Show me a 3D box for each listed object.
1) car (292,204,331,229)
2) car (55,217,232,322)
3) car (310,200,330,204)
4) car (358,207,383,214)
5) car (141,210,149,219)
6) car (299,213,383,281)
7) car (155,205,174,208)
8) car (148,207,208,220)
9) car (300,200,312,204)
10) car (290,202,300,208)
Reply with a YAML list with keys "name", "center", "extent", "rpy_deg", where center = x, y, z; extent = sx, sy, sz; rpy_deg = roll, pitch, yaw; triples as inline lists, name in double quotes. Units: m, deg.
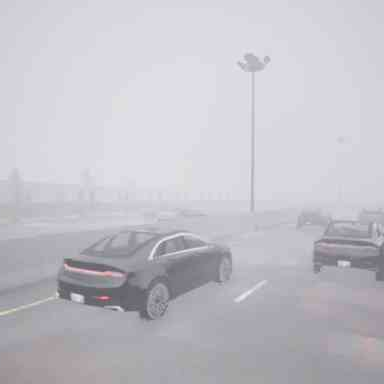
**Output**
- name: "car"
  center: [8.946, 1.852, 24.161]
  extent: [1.837, 1.490, 4.892]
  rpy_deg: [0, -1, 30]
- name: "car"
  center: [-0.681, 1.578, 7.614]
  extent: [2.128, 1.511, 4.902]
  rpy_deg: [0, -1, 30]
- name: "car"
  center: [22.209, 2.417, 56.179]
  extent: [1.895, 1.301, 4.718]
  rpy_deg: [0, -1, 43]
- name: "car"
  center: [14.231, 1.900, 26.285]
  extent: [2.128, 1.511, 4.902]
  rpy_deg: [0, -1, 30]
- name: "car"
  center: [-2.831, 1.959, 32.141]
  extent: [1.895, 1.301, 4.718]
  rpy_deg: [0, -1, 30]
- name: "car"
  center: [5.116, 1.653, 10.617]
  extent: [2.128, 1.511, 4.902]
  rpy_deg: [0, -1, 30]
- name: "car"
  center: [-1.078, 1.925, 28.201]
  extent: [1.895, 1.301, 4.718]
  rpy_deg: [0, -1, 30]
- name: "car"
  center: [-0.532, 1.859, 22.187]
  extent: [1.895, 1.301, 4.718]
  rpy_deg: [0, -1, 30]
- name: "car"
  center: [22.381, 2.240, 61.348]
  extent: [2.097, 1.767, 4.553]
  rpy_deg: [0, -1, 45]
- name: "car"
  center: [21.024, 2.528, 64.965]
  extent: [4.718, 1.301, 1.895]
  rpy_deg: [1, -1, -44]
